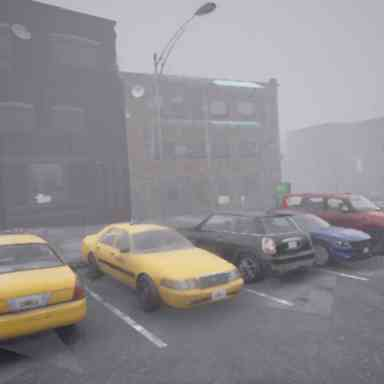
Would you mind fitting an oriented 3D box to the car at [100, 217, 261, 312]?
[{"bbox_3d":[-1.081,1.454,8.004,1.946,1.575,5.366,0,0,-36],"label":"car"}]

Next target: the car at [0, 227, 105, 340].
[{"bbox_3d":[-3.689,1.472,6.599,1.946,1.575,5.366,0,0,-35],"label":"car"}]

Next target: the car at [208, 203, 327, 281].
[{"bbox_3d":[1.224,1.308,9.837,2.185,1.767,4.553,-1,0,-36],"label":"car"}]

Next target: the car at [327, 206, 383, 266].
[{"bbox_3d":[3.508,1.393,11.509,2.097,1.535,5.008,-1,1,-35],"label":"car"}]

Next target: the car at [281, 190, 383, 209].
[{"bbox_3d":[5.921,1.075,13.188,2.435,2.045,5.566,-1,1,-35],"label":"car"}]
